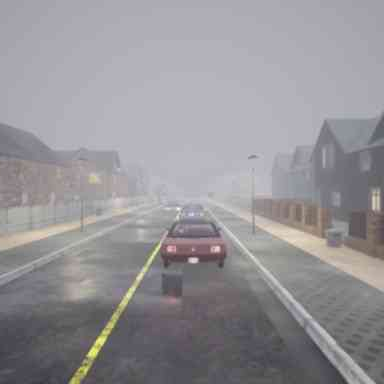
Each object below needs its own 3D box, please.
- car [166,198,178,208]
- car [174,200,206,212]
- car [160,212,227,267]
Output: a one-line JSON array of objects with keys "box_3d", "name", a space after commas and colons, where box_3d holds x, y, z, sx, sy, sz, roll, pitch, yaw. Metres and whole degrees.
[{"box_3d": [-2.812, 1.570, 50.220, 1.812, 1.442, 4.674, 0, 0, 0], "name": "car"}, {"box_3d": [0.050, 1.543, 24.559, 2.033, 1.411, 5.357, 0, 0, 1], "name": "car"}, {"box_3d": [0.062, 1.596, 11.363, 1.895, 1.301, 4.718, 0, 0, 0], "name": "car"}]
